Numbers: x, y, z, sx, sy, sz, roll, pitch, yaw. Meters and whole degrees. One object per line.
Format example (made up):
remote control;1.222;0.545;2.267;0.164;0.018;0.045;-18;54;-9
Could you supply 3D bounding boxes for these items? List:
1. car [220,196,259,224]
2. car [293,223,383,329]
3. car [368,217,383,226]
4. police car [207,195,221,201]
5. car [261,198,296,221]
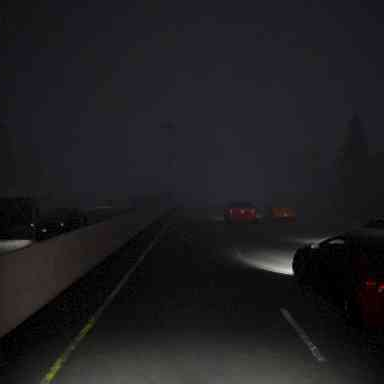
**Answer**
car;3.600;1.431;25.869;2.097;1.767;4.553;0;0;0
car;3.596;1.586;6.979;1.994;1.385;4.181;0;0;0
car;7.086;1.561;11.547;1.812;1.442;4.674;0;0;0
police car;5.916;1.714;94.389;1.930;1.638;5.238;0;0;22
car;7.100;1.563;27.707;1.882;1.535;5.008;0;0;0
